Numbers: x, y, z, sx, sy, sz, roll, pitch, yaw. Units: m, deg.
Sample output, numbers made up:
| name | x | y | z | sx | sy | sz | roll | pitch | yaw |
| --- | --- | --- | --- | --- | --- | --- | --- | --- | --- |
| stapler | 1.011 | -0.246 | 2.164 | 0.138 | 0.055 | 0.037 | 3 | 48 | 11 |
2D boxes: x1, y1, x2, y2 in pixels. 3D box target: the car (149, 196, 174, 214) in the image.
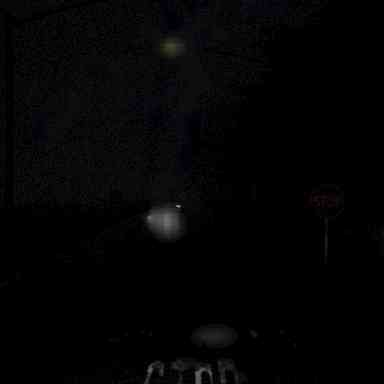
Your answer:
| name | x | y | z | sx | sy | sz | roll | pitch | yaw |
| --- | --- | --- | --- | --- | --- | --- | --- | --- | --- |
| car | -3.067 | 1.365 | 33.007 | 1.837 | 1.490 | 4.892 | 0 | 0 | 0 |

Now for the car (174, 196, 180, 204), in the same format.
| name | x | y | z | sx | sy | sz | roll | pitch | yaw |
| --- | --- | --- | --- | --- | --- | --- | --- | --- | --- |
| car | -3.002 | 1.280 | 56.376 | 1.895 | 1.301 | 4.718 | 0 | 1 | 1 |
